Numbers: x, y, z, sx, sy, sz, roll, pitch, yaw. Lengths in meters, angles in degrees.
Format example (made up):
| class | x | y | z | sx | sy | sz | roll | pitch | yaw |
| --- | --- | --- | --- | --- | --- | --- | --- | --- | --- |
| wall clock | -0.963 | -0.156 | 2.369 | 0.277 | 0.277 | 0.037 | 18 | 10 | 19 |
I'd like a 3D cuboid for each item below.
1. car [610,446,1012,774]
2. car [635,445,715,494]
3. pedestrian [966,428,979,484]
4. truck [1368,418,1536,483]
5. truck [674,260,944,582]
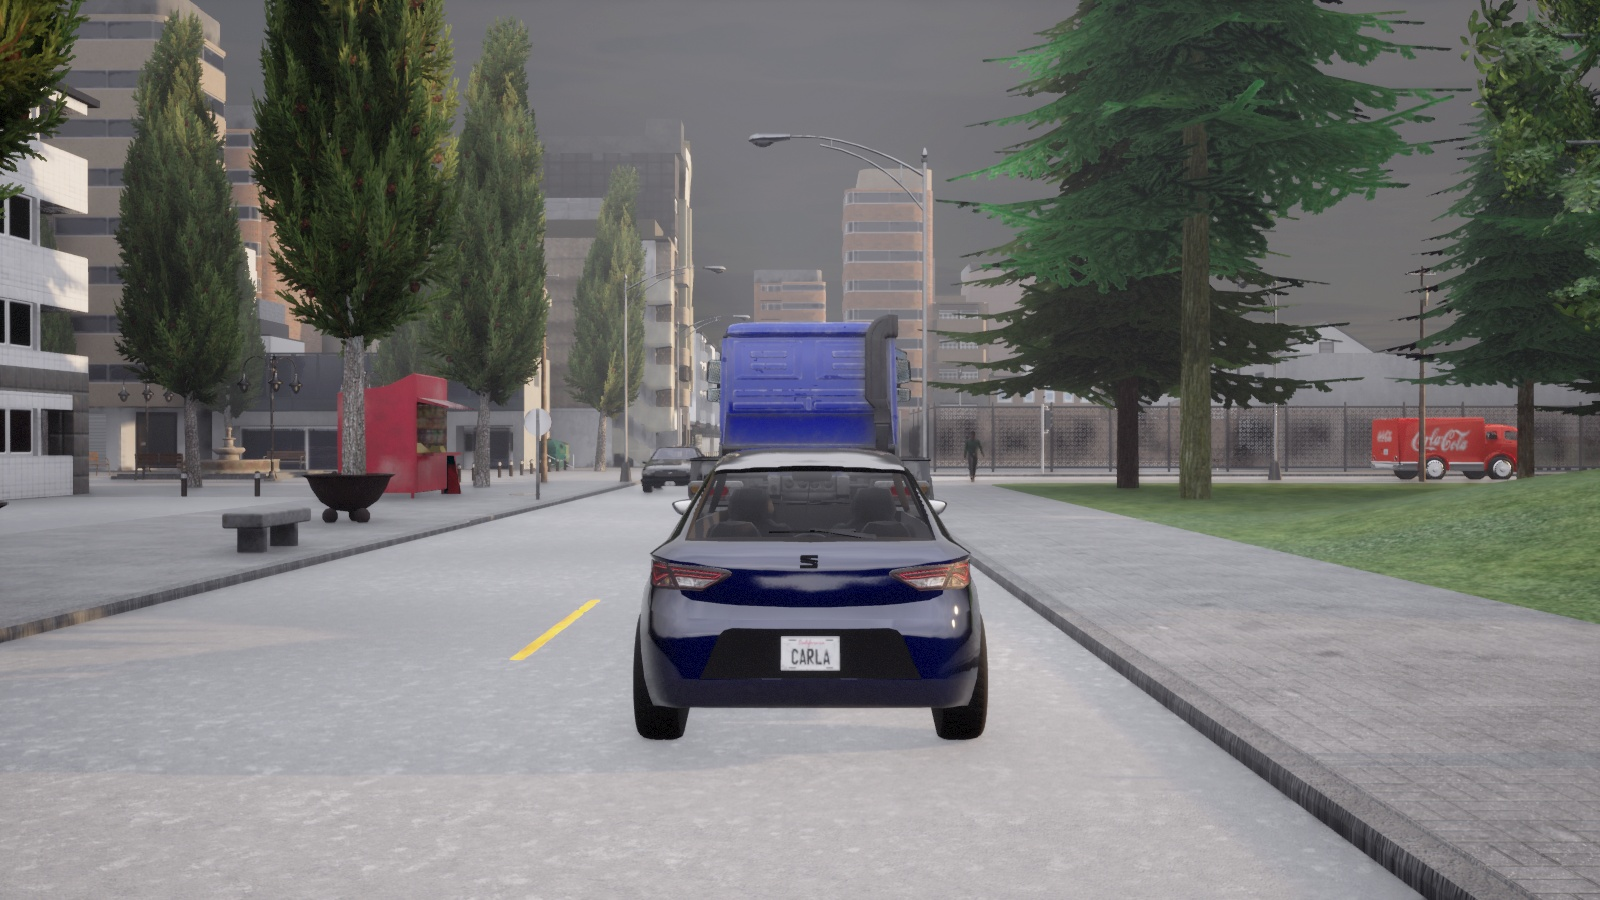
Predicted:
| class | x | y | z | sx | sy | sz | roll | pitch | yaw |
| --- | --- | --- | --- | --- | --- | --- | --- | --- | --- |
| car | 0.061 | 0.716 | 7.772 | 1.816 | 1.474 | 4.193 | 0 | 0 | 0 |
| car | -3.813 | 0.570 | 39.145 | 2.033 | 1.411 | 5.357 | 0 | 0 | -1 |
| pedestrian | 6.060 | 0.212 | 44.142 | 0.423 | 1.949 | 0.788 | 0 | 0 | 8 |
| truck | 25.438 | 0.003 | 49.137 | 5.204 | 2.467 | 2.627 | 0 | 0 | 0 |
| truck | 0.122 | -0.334 | 17.460 | 2.891 | 3.462 | 7.936 | 0 | 0 | 0 |
